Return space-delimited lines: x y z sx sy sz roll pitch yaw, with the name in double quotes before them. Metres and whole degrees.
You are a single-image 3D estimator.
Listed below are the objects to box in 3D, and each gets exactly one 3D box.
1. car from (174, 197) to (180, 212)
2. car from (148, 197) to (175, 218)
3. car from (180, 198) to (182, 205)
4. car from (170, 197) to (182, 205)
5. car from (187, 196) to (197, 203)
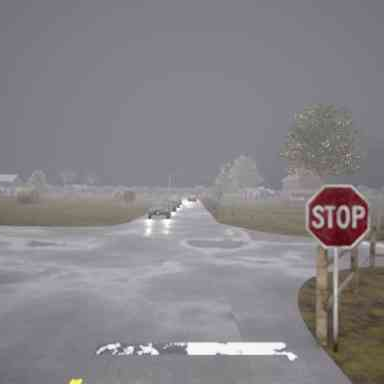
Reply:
"car" -2.810 1.579 39.259 1.994 1.385 4.181 0 0 0
"car" -2.826 1.516 30.104 1.837 1.490 4.892 0 0 0
"car" -2.800 1.504 48.926 1.882 1.535 5.008 0 0 0
"car" -2.737 1.641 58.948 1.895 1.301 4.718 0 0 0
"car" 0.053 1.535 71.430 1.882 1.535 5.008 0 0 0
